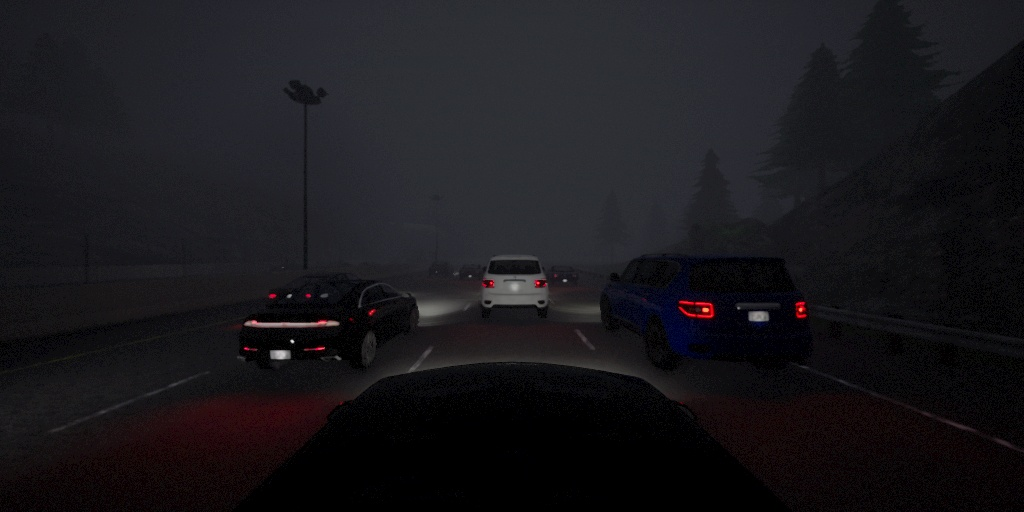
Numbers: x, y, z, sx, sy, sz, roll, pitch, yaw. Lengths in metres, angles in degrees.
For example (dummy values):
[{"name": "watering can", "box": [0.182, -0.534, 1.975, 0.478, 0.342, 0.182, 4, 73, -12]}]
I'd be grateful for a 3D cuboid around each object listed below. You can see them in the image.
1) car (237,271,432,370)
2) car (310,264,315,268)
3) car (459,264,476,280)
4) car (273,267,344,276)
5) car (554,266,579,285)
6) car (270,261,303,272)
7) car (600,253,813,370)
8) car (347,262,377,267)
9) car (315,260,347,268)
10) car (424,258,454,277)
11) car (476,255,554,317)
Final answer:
[{"name": "car", "box": [-3.423, 1.248, 7.730, 2.128, 1.511, 4.902, 0, 0, 0]}, {"name": "car", "box": [-24.672, 1.320, 47.244, 1.812, 1.442, 4.674, 0, 0, 0]}, {"name": "car", "box": [-3.463, 1.372, 31.804, 1.895, 1.301, 4.718, 0, 0, 0]}, {"name": "car", "box": [-6.923, 1.310, 13.739, 2.033, 1.411, 5.357, 0, 0, 0]}, {"name": "car", "box": [3.549, 1.364, 26.236, 1.895, 1.301, 4.718, 0, 0, 0]}, {"name": "car", "box": [-28.169, 1.321, 45.028, 1.812, 1.442, 4.674, 0, 0, 0]}, {"name": "car", "box": [3.584, 0.973, 7.895, 2.150, 2.045, 5.566, 0, 0, 0]}, {"name": "car", "box": [-17.677, 1.388, 43.383, 1.895, 1.301, 4.718, 0, 0, 0]}, {"name": "car", "box": [-21.176, 1.338, 43.668, 2.033, 1.411, 5.357, 0, 0, 0]}, {"name": "car", "box": [-6.971, 1.267, 35.569, 2.128, 1.511, 4.902, 0, 0, 0]}, {"name": "car", "box": [0.076, 0.979, 13.269, 2.150, 2.045, 5.566, 0, 0, 0]}]
